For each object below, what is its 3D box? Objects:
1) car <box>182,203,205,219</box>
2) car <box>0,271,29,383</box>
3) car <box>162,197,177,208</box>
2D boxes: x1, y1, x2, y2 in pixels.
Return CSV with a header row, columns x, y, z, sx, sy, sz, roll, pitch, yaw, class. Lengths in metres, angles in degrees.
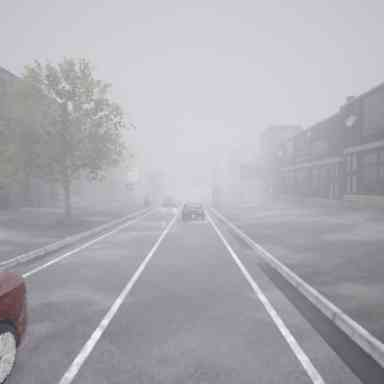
x,y,z,sx,sy,sz,roll,pitch,yaw,class
0.096,1.607,28.904,1.895,1.301,4.718,0,0,0,car
-3.099,1.477,2.372,1.882,1.535,5.008,0,0,0,car
-3.082,1.415,46.632,1.837,1.490,4.892,0,0,0,car
